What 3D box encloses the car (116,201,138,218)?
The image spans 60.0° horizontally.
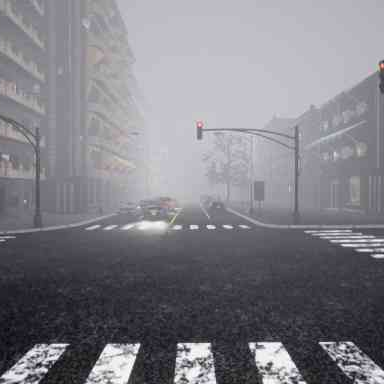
[{"bbox_3d":[-5.698,1.542,30.205,2.008,1.369,4.403,0,0,0],"label":"car"}]

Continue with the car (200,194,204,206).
[{"bbox_3d":[2.678,1.420,52.333,1.967,1.590,4.097,0,0,0],"label":"car"}]

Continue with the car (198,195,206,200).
[{"bbox_3d":[2.673,1.496,91.067,1.887,1.381,4.507,0,0,0],"label":"car"}]

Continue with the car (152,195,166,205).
[{"bbox_3d":[-5.703,1.417,57.872,1.967,1.590,4.097,0,0,0],"label":"car"}]

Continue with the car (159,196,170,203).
[{"bbox_3d":[-5.704,1.551,68.939,1.802,1.307,4.206,0,0,0],"label":"car"}]

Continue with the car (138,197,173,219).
[{"bbox_3d":[-3.096,1.484,29.459,2.128,1.511,4.902,0,0,0],"label":"car"}]

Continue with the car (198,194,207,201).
[{"bbox_3d":[2.672,1.396,85.533,1.967,1.590,4.097,0,0,0],"label":"car"}]

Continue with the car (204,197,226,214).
[{"bbox_3d":[2.682,1.555,35.732,1.947,1.339,4.313,0,0,0],"label":"car"}]

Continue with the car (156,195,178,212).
[{"bbox_3d":[-3.090,1.340,38.661,2.097,1.767,4.553,0,0,0],"label":"car"}]

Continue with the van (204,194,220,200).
[{"bbox_3d":[2.679,1.327,41.265,1.690,1.788,3.998,0,0,0],"label":"van"}]

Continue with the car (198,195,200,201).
[{"bbox_3d":[2.673,1.280,74.467,2.192,1.841,5.009,0,0,0],"label":"car"}]

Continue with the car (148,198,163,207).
[{"bbox_3d":[-5.701,1.562,52.339,1.802,1.307,4.206,0,0,0],"label":"car"}]

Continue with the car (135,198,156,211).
[{"bbox_3d":[-5.699,1.531,41.271,1.887,1.381,4.507,0,0,0],"label":"car"}]

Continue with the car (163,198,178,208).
[{"bbox_3d":[-3.082,1.546,48.689,1.994,1.385,4.181,0,0,0],"label":"car"}]
